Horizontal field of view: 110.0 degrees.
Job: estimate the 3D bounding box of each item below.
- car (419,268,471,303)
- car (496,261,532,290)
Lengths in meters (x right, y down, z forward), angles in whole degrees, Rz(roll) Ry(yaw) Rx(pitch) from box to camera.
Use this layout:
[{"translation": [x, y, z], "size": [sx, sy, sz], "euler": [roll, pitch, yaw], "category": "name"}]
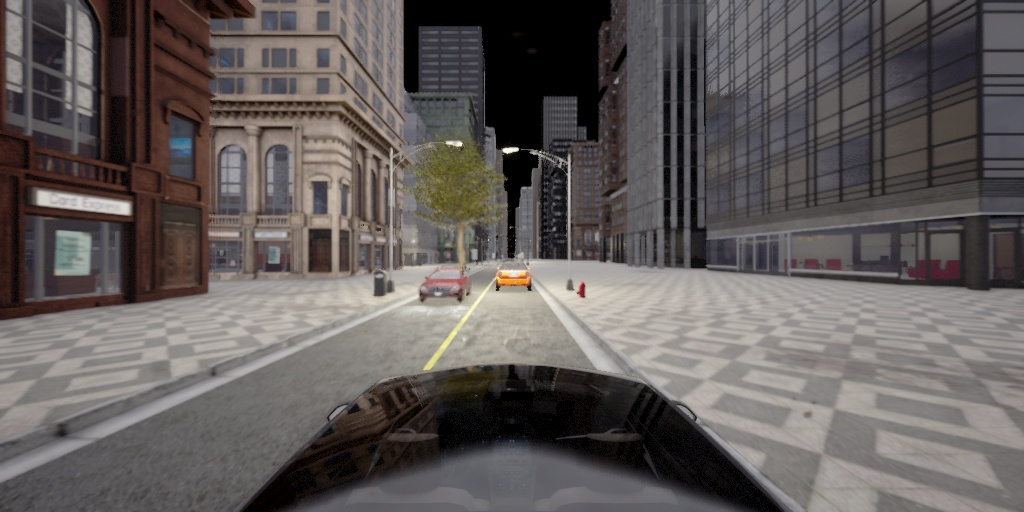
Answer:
[{"translation": [-3.006, 1.285, 16.892], "size": [1.812, 1.442, 4.674], "euler": [0, 0, 0], "category": "car"}, {"translation": [0.093, 1.115, 22.439], "size": [2.097, 1.767, 4.553], "euler": [0, 0, 0], "category": "car"}]
